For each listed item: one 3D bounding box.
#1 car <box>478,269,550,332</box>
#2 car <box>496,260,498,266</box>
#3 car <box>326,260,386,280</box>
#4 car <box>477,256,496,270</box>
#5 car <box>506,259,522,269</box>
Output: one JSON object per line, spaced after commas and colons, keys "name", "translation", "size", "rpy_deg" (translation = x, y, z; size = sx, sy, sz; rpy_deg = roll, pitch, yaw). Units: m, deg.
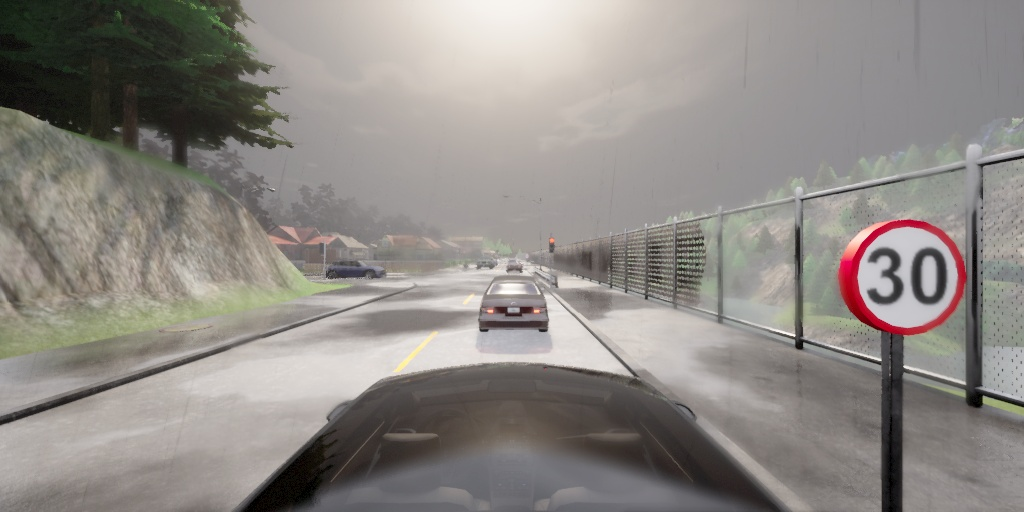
{"name": "car", "translation": [0.050, 1.297, 10.794], "size": [2.033, 1.411, 5.357], "rpy_deg": [0, 0, 0]}
{"name": "car", "translation": [-4.038, 1.297, 64.931], "size": [2.033, 1.411, 5.357], "rpy_deg": [0, 0, 0]}
{"name": "car", "translation": [-13.067, 1.102, 30.329], "size": [4.553, 1.767, 2.097], "rpy_deg": [0, 0, 0]}
{"name": "car", "translation": [-4.078, 0.971, 54.688], "size": [2.150, 2.045, 5.566], "rpy_deg": [0, 0, 0]}
{"name": "car", "translation": [0.248, 1.351, 44.739], "size": [1.895, 1.301, 4.718], "rpy_deg": [0, 0, -1]}
